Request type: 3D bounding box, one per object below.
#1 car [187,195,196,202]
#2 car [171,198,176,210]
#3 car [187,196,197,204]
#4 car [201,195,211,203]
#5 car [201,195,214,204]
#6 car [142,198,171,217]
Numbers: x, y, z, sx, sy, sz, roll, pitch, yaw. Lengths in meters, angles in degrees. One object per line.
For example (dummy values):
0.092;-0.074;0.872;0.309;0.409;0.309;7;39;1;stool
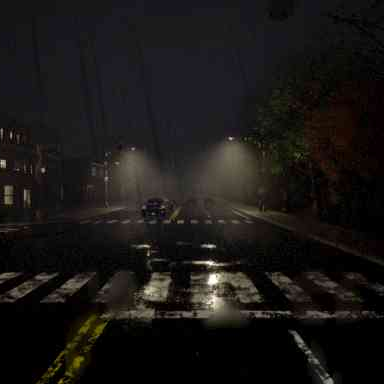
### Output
-0.168;1.511;74.659;2.033;1.411;5.357;0;0;0;car
-3.449;1.550;41.544;1.994;1.385;4.181;0;0;0;car
-0.057;1.576;64.460;1.895;1.301;4.718;0;0;0;car
3.072;1.495;73.222;2.128;1.511;4.902;0;0;0;car
3.199;1.577;63.217;1.895;1.301;4.718;0;0;0;car
-3.426;1.342;31.534;2.097;1.767;4.553;0;0;0;car
